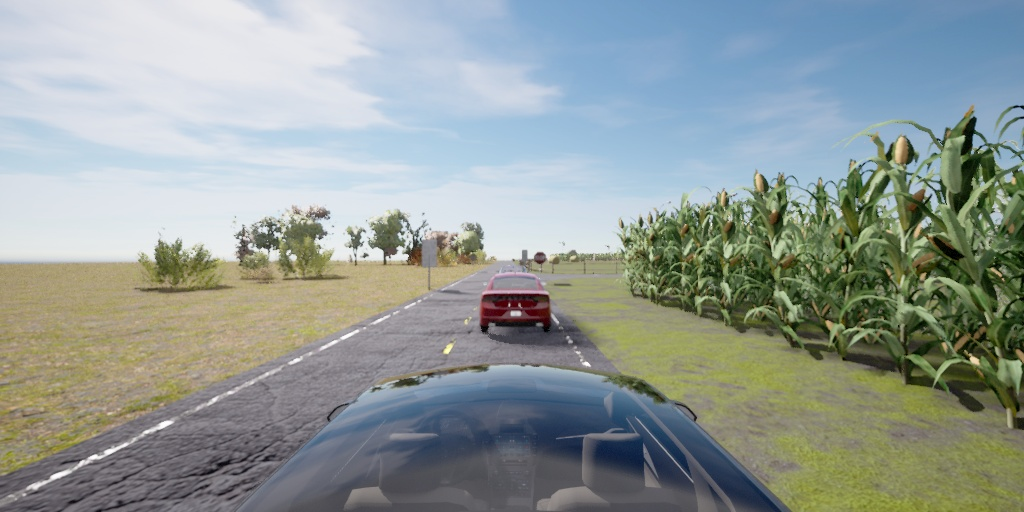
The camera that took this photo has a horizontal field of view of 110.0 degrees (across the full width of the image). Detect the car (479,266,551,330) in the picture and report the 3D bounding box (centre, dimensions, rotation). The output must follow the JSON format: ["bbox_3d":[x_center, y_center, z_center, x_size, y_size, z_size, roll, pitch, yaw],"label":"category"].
[{"bbox_3d":[0.088,1.246,11.171,1.882,1.535,5.008,0,0,0],"label":"car"}]

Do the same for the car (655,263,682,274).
[{"bbox_3d":[16.995,1.027,37.314,4.553,1.767,2.097,-1,-1,-1],"label":"car"}]
